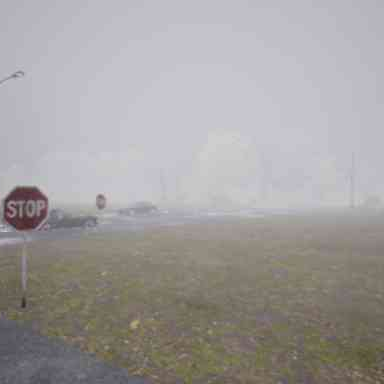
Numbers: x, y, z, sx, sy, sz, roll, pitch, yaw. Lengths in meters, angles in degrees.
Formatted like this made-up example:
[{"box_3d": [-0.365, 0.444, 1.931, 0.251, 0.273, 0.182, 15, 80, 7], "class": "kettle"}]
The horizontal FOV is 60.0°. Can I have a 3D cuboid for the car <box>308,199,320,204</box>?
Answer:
[{"box_3d": [32.258, 2.490, 87.951, 2.033, 1.411, 5.357, 1, 0, 36], "class": "car"}]

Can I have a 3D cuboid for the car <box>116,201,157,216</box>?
[{"box_3d": [-5.814, 1.715, 35.296, 1.882, 1.535, 5.008, 1, 1, 36], "class": "car"}]

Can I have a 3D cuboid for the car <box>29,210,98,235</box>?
[{"box_3d": [-8.089, 1.744, 20.212, 1.895, 1.301, 4.718, 1, 0, 36], "class": "car"}]
